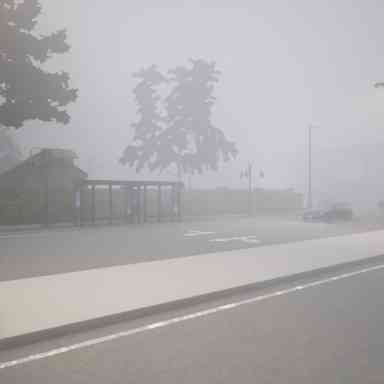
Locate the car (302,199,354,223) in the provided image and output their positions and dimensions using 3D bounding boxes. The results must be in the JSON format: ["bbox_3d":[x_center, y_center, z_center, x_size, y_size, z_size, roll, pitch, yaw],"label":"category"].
[{"bbox_3d":[10.437,1.532,25.404,4.674,1.442,1.812,0,0,-35],"label":"car"}]

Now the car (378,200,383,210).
[{"bbox_3d":[24.562,1.515,39.102,1.837,1.490,4.892,0,1,-35],"label":"car"}]
